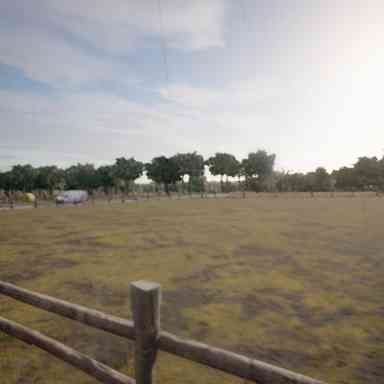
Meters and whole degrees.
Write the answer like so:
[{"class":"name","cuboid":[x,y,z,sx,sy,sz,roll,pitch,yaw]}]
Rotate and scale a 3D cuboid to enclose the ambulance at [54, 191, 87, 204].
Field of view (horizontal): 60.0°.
[{"class":"ambulance","cuboid":[-23.709,1.086,64.861,2.351,2.431,6.366,2,2,35]}]
